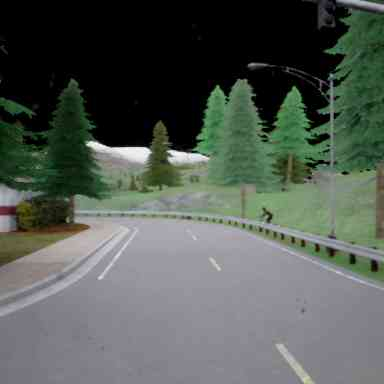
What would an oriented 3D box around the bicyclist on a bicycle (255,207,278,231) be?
[{"bbox_3d":[5.071,1.847,22.725,1.656,1.620,0.582,-1,0,-5],"label":"bicyclist on a bicycle"}]
